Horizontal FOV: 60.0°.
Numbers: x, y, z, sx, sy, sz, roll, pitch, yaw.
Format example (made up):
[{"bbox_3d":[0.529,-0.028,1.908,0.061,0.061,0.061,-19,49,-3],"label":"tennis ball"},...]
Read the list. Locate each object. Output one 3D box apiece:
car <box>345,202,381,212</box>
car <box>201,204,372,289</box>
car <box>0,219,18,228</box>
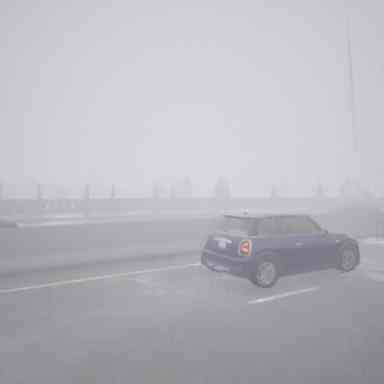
[{"bbox_3d":[14.742,1.548,30.423,4.718,1.301,1.895,0,0,-19],"label":"car"},{"bbox_3d":[2.568,1.327,9.252,4.553,1.767,2.097,0,0,-31],"label":"car"},{"bbox_3d":[-10.030,1.513,13.907,4.718,1.301,1.895,0,0,-35],"label":"car"}]
